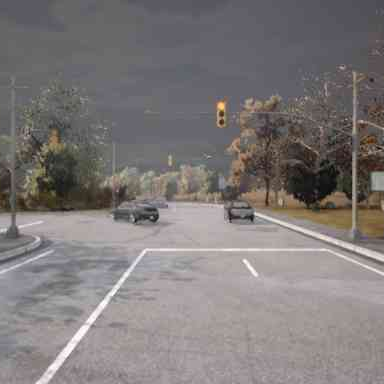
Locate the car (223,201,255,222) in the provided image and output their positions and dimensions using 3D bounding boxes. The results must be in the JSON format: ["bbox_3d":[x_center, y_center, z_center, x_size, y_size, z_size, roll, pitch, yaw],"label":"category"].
[{"bbox_3d":[3.516,1.463,25.438,2.128,1.511,4.902,0,0,0],"label":"car"}]

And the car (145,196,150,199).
[{"bbox_3d":[-9.529,1.858,76.308,2.150,2.045,5.566,0,-1,-19],"label":"car"}]

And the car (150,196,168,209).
[{"bbox_3d":[-4.331,1.406,46.220,2.097,1.767,4.553,0,-1,-4],"label":"car"}]

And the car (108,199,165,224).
[{"bbox_3d":[-4.376,1.478,24.466,1.837,1.490,4.892,3,-2,-42],"label":"car"}]

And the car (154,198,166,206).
[{"bbox_3d":[-6.025,1.872,61.883,2.033,1.411,5.357,0,-1,-8],"label":"car"}]
